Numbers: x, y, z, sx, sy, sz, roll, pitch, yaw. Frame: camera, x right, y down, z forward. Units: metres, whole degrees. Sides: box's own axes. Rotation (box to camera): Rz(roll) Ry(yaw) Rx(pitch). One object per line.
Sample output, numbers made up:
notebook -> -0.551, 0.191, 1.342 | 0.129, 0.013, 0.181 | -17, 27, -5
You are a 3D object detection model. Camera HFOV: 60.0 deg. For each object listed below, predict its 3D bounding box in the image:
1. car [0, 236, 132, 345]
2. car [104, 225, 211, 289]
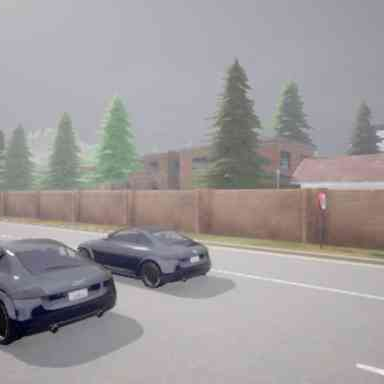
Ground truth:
car -> -3.421, 1.617, 6.568 | 4.181, 1.385, 1.994 | 0, -1, 37
car -> -1.528, 1.653, 9.526 | 4.181, 1.385, 1.994 | 0, -1, 37
